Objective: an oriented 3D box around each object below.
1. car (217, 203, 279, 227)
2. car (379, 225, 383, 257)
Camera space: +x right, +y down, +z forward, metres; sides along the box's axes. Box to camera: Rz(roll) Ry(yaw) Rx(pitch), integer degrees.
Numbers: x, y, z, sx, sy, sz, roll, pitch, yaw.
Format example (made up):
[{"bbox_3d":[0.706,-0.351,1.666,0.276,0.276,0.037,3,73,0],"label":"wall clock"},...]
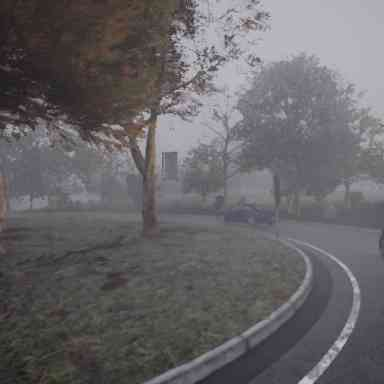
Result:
[{"bbox_3d":[3.859,1.533,23.613,1.882,1.535,5.008,0,0,-35],"label":"car"},{"bbox_3d":[6.949,1.235,9.151,2.150,2.045,5.566,0,0,18],"label":"car"}]
